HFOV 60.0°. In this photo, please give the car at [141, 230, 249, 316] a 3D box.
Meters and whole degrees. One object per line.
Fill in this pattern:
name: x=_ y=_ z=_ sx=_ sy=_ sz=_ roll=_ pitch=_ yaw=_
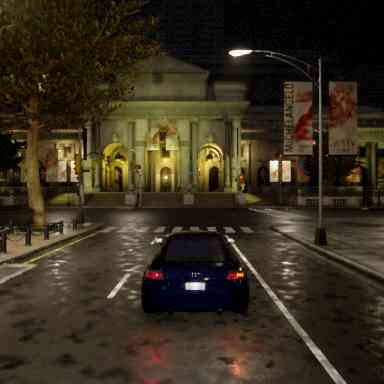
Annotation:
car: x=0.070 y=1.564 z=7.639 sx=1.994 sy=1.385 sz=4.181 roll=0 pitch=0 yaw=0
